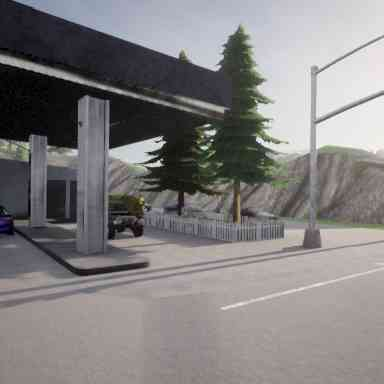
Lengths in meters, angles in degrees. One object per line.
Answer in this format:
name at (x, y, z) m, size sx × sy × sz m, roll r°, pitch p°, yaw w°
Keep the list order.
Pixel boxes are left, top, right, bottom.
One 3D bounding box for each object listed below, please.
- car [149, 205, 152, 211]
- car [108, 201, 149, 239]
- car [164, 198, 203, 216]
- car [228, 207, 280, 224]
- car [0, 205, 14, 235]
car at (-6.918, 1.667, 41.451) m, size 2.033 × 1.411 × 5.357 m, roll 1°, pitch 0°, yaw -35°
car at (-4.272, 1.448, 18.380) m, size 1.905 × 1.878 × 3.866 m, roll 1°, pitch 0°, yaw -35°
car at (-0.884, 1.542, 32.706) m, size 2.097 × 1.767 × 4.553 m, roll 1°, pitch 0°, yaw -35°
car at (4.525, 1.817, 24.867) m, size 1.994 × 1.385 × 4.181 m, roll 1°, pitch 0°, yaw -35°
car at (-11.400, 1.524, 18.656) m, size 2.242 × 1.667 × 4.611 m, roll 1°, pitch 0°, yaw -35°
